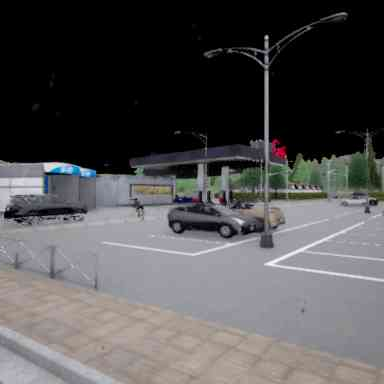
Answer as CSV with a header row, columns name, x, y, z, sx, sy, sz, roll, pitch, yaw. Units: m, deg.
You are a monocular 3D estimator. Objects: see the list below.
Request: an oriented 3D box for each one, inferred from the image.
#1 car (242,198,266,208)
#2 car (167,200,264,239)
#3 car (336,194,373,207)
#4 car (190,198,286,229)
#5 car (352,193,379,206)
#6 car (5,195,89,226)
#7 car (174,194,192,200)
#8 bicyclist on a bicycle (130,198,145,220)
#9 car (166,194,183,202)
name,x,y,z,sx,sy,sz,roll,pitch,yaw
car,9.283,1.556,49.565,1.994,1.385,4.181,0,0,37
car,0.890,1.336,16.381,4.514,1.523,2.007,0,0,36
car,22.820,1.358,46.669,3.806,1.475,1.970,0,0,36
car,2.695,1.327,18.947,5.027,1.636,2.152,0,0,36
car,25.272,1.075,48.997,3.866,1.878,1.905,0,0,36
car,-10.151,1.213,23.693,2.150,2.045,5.566,0,0,41
car,-1.891,1.465,69.455,2.242,1.667,4.611,0,0,36
bicyclist on a bicycle,-4.111,1.294,24.978,1.656,1.620,0.582,0,0,36
car,-3.914,1.295,76.295,1.905,1.878,3.866,0,0,36
